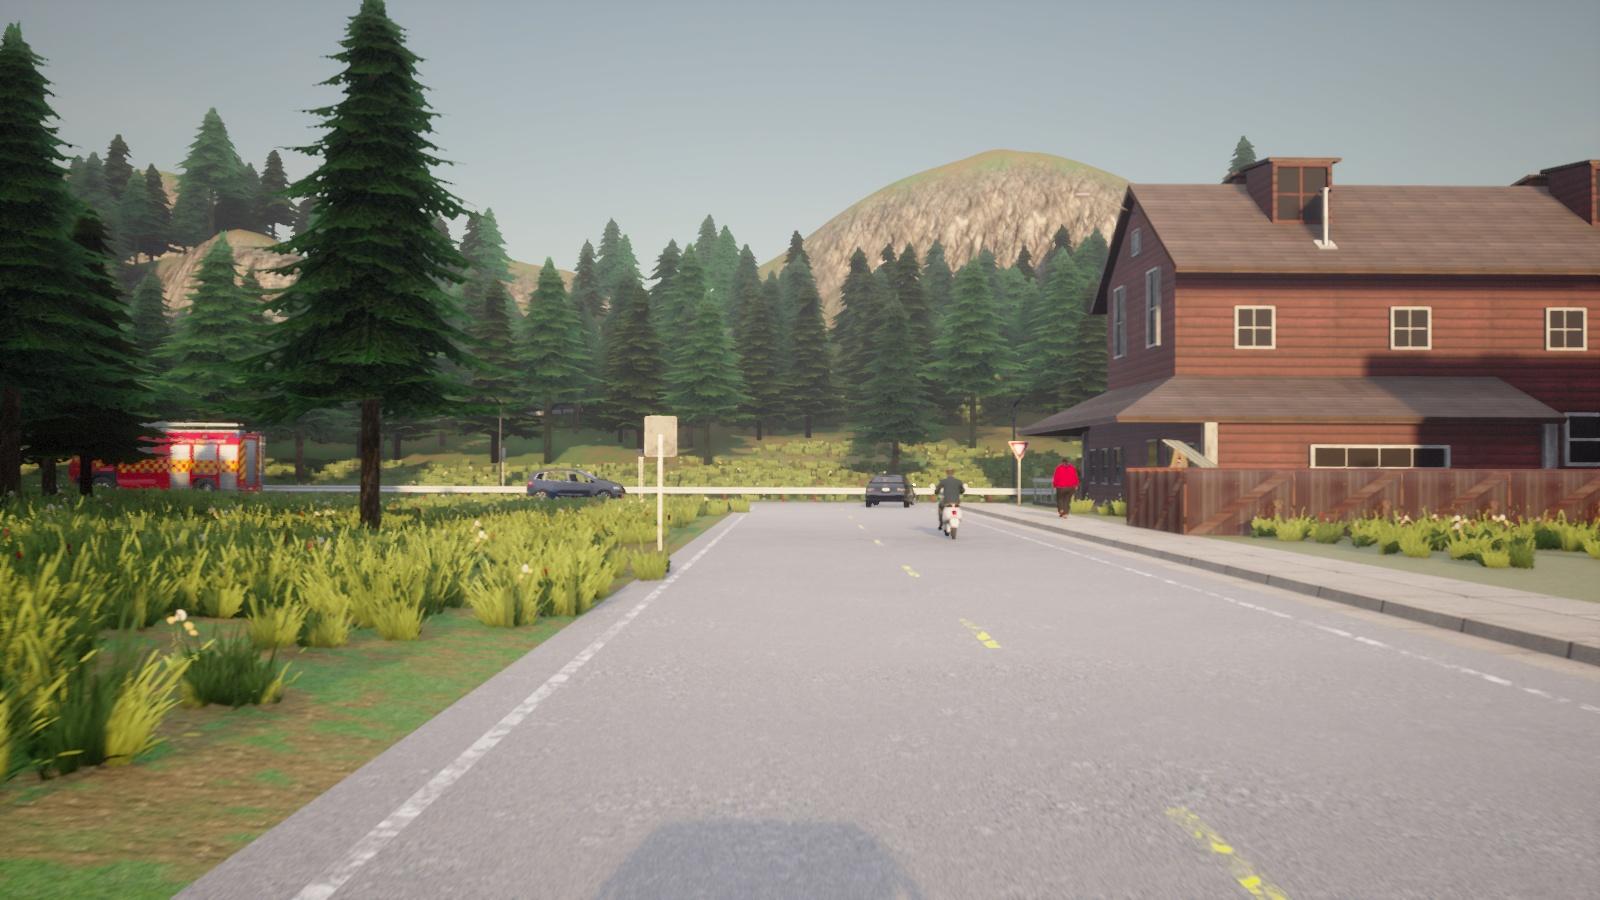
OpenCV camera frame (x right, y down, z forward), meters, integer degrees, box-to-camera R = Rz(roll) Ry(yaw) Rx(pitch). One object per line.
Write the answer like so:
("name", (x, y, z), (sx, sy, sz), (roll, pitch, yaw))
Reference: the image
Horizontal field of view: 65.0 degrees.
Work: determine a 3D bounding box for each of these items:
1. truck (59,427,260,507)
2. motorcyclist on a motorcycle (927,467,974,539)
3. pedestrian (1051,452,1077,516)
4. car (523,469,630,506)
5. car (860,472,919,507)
("truck", (-31.546, 0.852, 62.095), (8.468, 3.827, 2.891), (0, -1, 0))
("motorcyclist on a motorcycle", (3.431, 1.187, 28.777), (0.866, 1.590, 1.817), (0, -1, 0))
("pedestrian", (7.667, 0.988, 36.477), (0.634, 1.844, 0.899), (0, -1, 4))
("car", (-10.412, 1.725, 58.659), (4.611, 1.667, 2.242), (0, -1, 0))
("car", (3.855, 1.656, 53.094), (2.033, 1.411, 5.357), (-1, -1, 9))
